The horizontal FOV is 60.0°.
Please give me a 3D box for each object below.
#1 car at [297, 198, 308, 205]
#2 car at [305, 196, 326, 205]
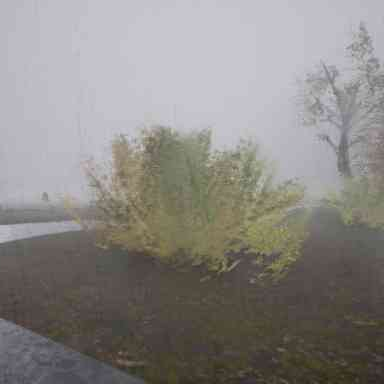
[{"bbox_3d":[14.976,1.271,49.600,2.097,1.767,4.553,0,0,41],"label":"car"},{"bbox_3d":[21.290,1.468,57.196,1.895,1.301,4.718,0,0,40],"label":"car"}]
